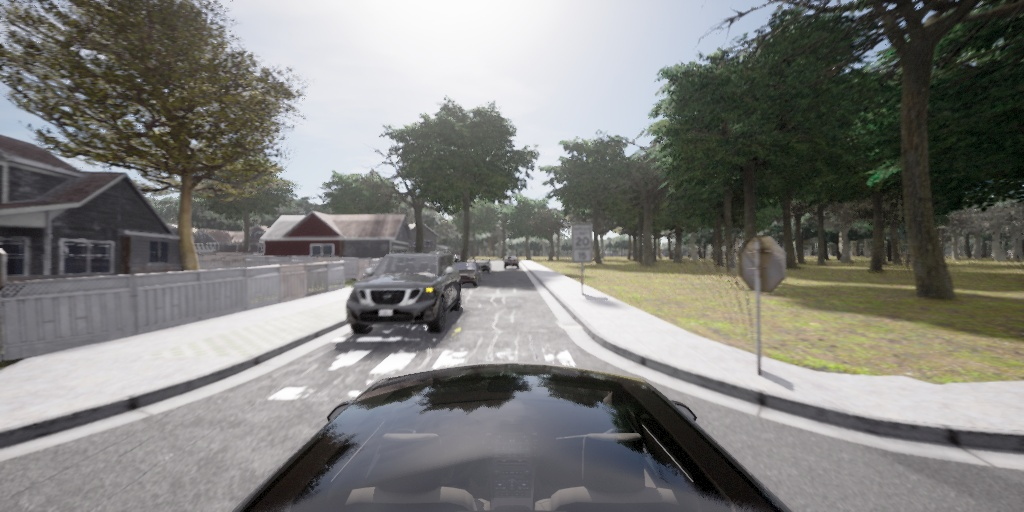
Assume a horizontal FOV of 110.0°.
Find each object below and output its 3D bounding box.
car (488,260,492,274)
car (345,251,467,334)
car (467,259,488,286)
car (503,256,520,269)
[{"bbox_3d":[-2.936,0.969,34.224,1.895,1.301,4.718,0,1,0],"label":"car"},{"bbox_3d":[-2.839,0.876,10.685,2.150,2.045,5.566,0,0,-1],"label":"car"},{"bbox_3d":[-2.910,1.048,22.683,2.033,1.411,5.357,0,1,0],"label":"car"},{"bbox_3d":[-0.071,0.746,43.680,1.837,1.490,4.892,0,1,0],"label":"car"}]
